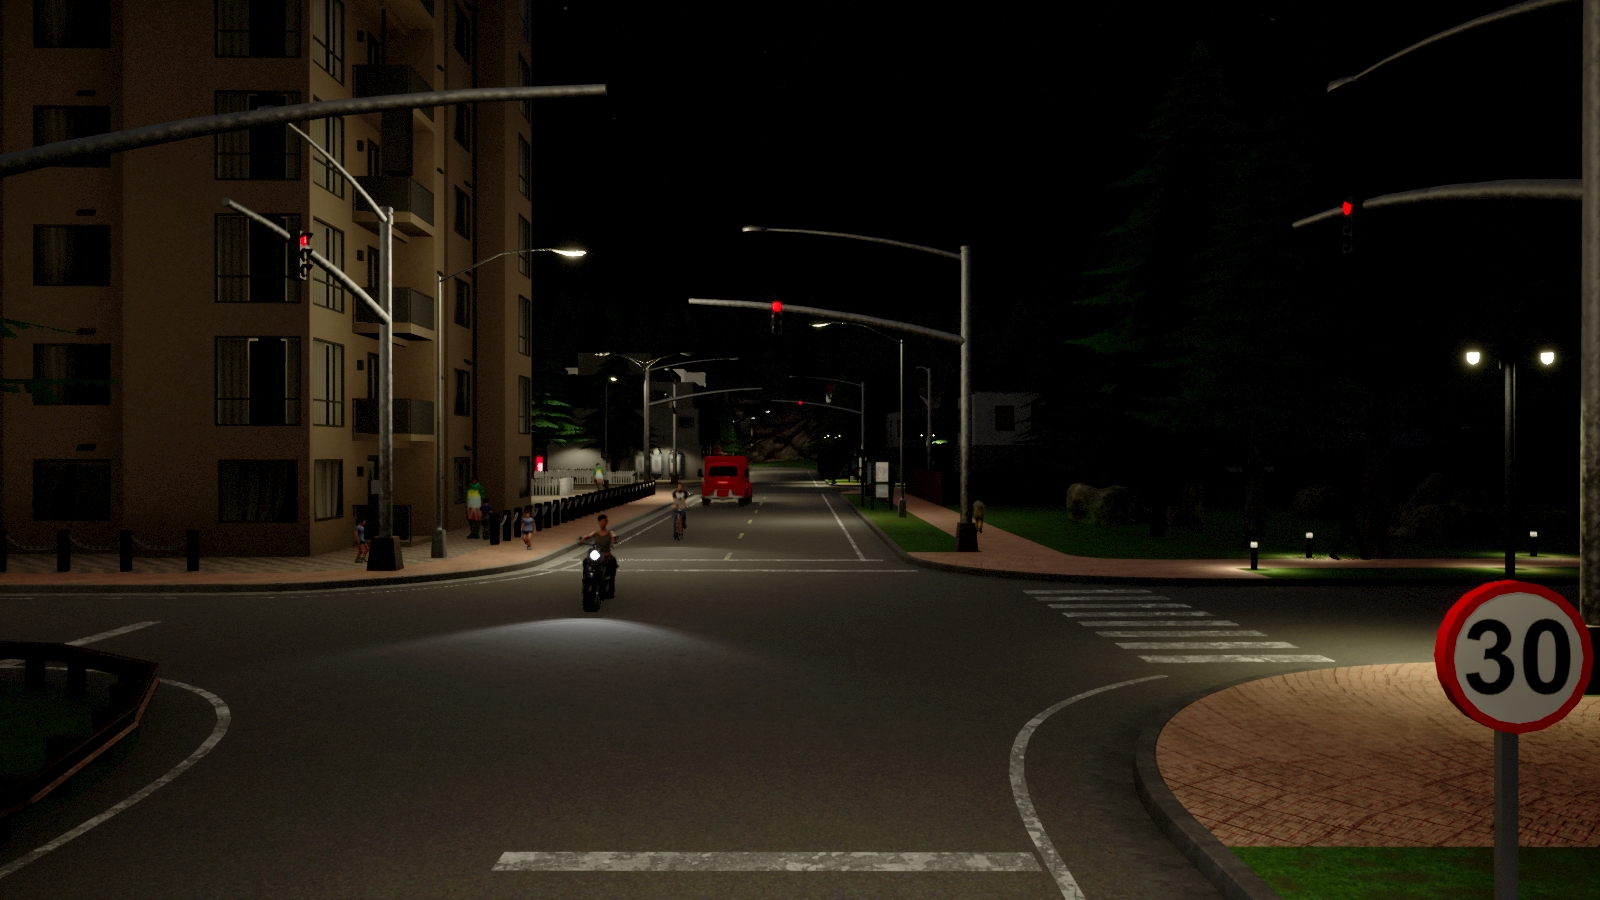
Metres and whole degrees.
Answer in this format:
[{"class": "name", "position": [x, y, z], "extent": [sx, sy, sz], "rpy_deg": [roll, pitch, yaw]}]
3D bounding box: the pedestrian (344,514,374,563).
[{"class": "pedestrian", "position": [-10.305, 2.057, 26.714], "extent": [0.500, 1.100, 0.500], "rpy_deg": [0, 0, 4]}]

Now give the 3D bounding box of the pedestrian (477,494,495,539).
[{"class": "pedestrian", "position": [-9.297, 1.956, 33.808], "extent": [0.375, 1.300, 0.375], "rpy_deg": [0, 0, 12]}]

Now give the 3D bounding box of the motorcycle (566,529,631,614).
[{"class": "motorcycle", "position": [-3.588, 2.146, 20.557], "extent": [0.764, 1.277, 2.356], "rpy_deg": [0, 0, 0]}]

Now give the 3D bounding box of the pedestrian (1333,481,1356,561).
[{"class": "pedestrian", "position": [12.843, 1.665, 26.948], "extent": [0.375, 1.860, 0.375], "rpy_deg": [0, 0, -1]}]

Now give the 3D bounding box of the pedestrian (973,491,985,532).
[{"class": "pedestrian", "position": [5.717, 1.956, 36.528], "extent": [0.375, 1.300, 0.375], "rpy_deg": [0, 0, 7]}]

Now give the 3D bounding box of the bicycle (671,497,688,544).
[{"class": "bicycle", "position": [-3.664, 2.127, 34.837], "extent": [0.373, 1.314, 1.643], "rpy_deg": [0, 0, 0]}]

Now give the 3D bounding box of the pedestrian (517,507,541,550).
[{"class": "pedestrian", "position": [-7.143, 2.056, 30.137], "extent": [0.500, 1.100, 0.500], "rpy_deg": [0, 0, 3]}]

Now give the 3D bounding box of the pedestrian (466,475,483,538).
[{"class": "pedestrian", "position": [-9.735, 1.677, 34.188], "extent": [0.375, 1.860, 0.375], "rpy_deg": [0, 0, 13]}]
